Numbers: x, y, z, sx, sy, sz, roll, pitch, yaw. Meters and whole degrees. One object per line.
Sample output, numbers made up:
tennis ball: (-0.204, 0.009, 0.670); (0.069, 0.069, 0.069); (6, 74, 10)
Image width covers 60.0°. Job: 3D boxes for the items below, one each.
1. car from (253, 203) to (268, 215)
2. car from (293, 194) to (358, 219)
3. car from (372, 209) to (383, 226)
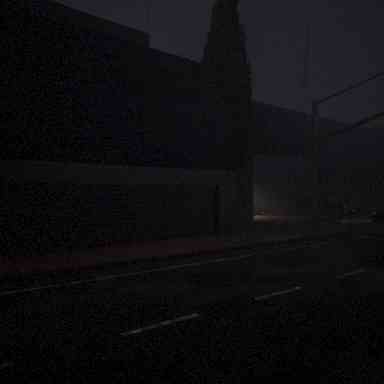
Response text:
car: (5.024, 1.547, 33.195); (2.033, 1.411, 5.357); (0, 0, -37)
car: (11.831, 1.223, 29.956); (2.150, 2.045, 5.566); (0, 0, -37)
car: (13.965, 1.564, 21.380); (1.994, 1.385, 4.181); (0, 0, -38)
